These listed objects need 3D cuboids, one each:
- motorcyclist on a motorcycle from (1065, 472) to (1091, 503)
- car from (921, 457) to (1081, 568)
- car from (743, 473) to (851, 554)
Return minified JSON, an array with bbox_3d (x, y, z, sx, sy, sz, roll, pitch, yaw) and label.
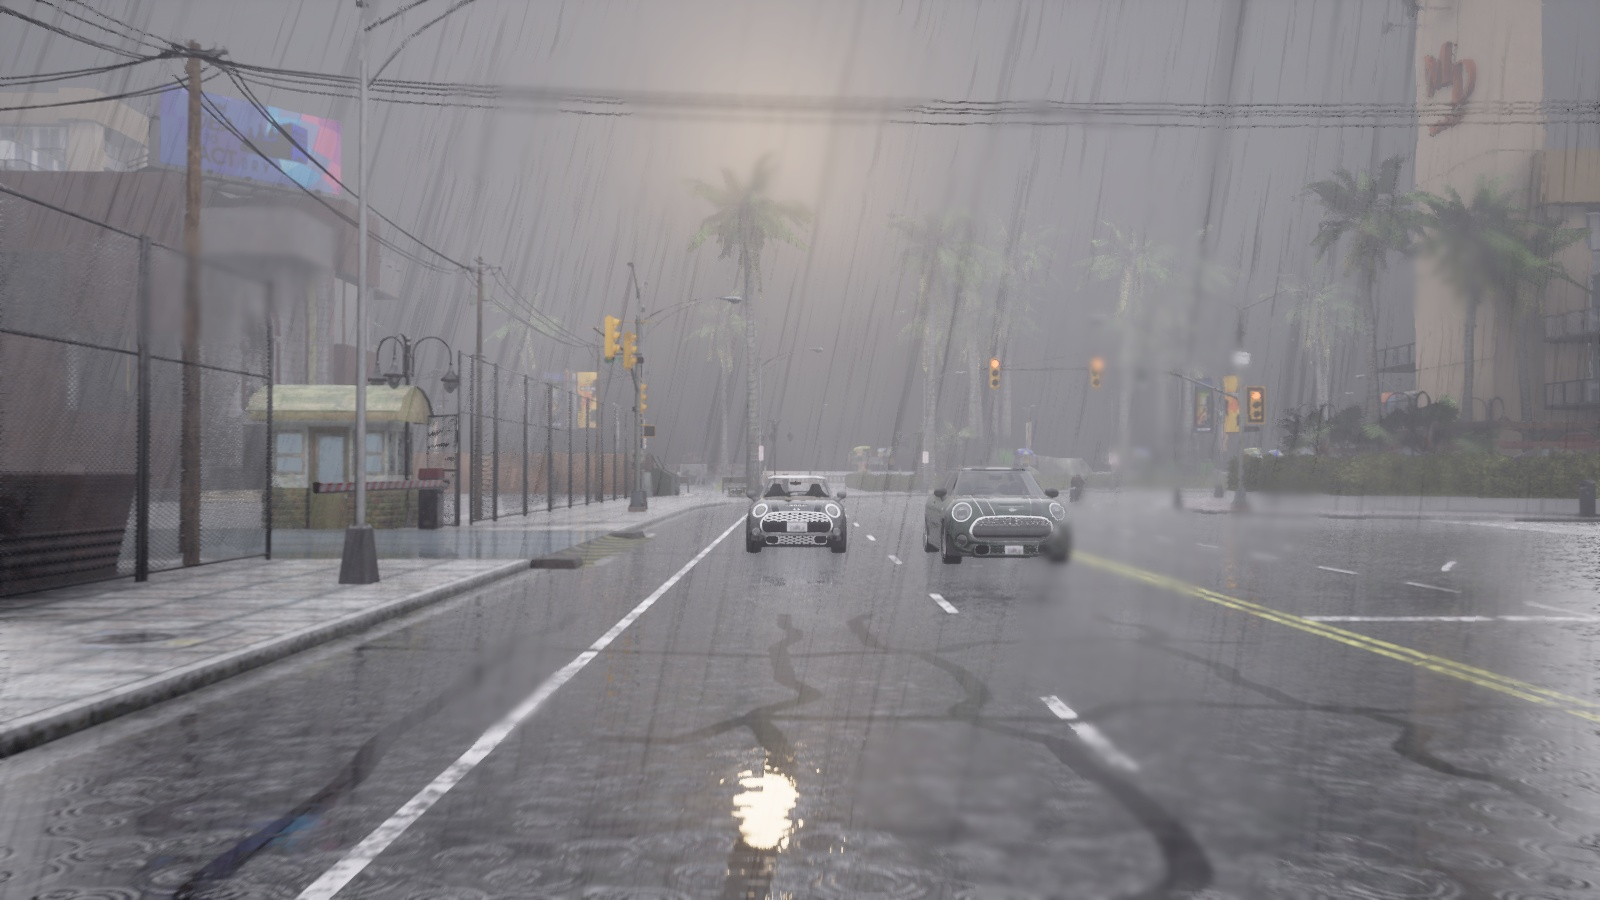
[{"bbox_3d":[13.911,1.846,62.877,0.866,1.530,2.191,0,-1,24],"label":"motorcyclist on a motorcycle"},{"bbox_3d":[3.446,1.034,22.394,2.097,1.767,4.553,0,-1,0],"label":"car"},{"bbox_3d":[-0.060,1.197,24.906,1.970,1.475,3.806,0,-1,0],"label":"car"}]
